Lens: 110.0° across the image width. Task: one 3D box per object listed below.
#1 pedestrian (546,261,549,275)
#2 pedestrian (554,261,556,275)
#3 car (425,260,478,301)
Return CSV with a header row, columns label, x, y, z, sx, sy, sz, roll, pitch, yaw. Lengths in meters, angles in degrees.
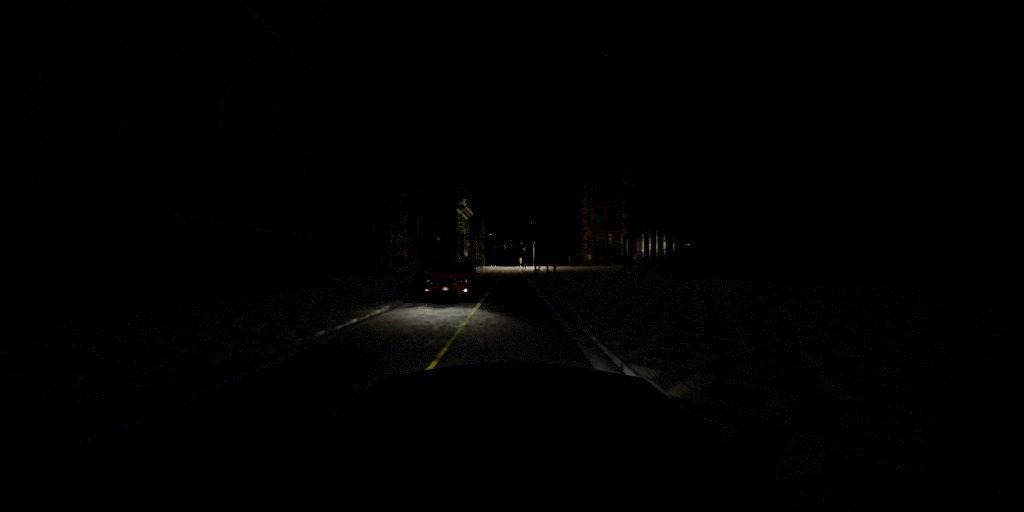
label,x,y,z,sx,sy,sz,roll,pitch,yaw
pedestrian,4.658,1.520,46.836,0.375,1.860,0.375,0,-1,0
pedestrian,5.659,1.519,47.435,0.375,1.860,0.375,0,-1,0
car,-3.090,1.208,19.420,2.150,2.045,5.566,0,-1,0
